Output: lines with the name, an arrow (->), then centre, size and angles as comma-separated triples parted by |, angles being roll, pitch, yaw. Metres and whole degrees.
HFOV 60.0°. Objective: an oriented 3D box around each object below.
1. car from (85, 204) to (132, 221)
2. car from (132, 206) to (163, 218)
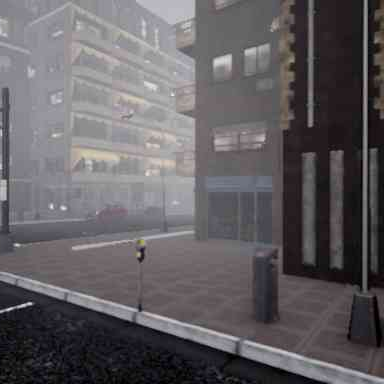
car -> -8.119, 1.888, 31.633 | 1.967, 1.590, 4.097 | -1, -2, 35
car -> -4.881, 2.130, 36.289 | 1.802, 1.307, 4.206 | -1, -2, 35
